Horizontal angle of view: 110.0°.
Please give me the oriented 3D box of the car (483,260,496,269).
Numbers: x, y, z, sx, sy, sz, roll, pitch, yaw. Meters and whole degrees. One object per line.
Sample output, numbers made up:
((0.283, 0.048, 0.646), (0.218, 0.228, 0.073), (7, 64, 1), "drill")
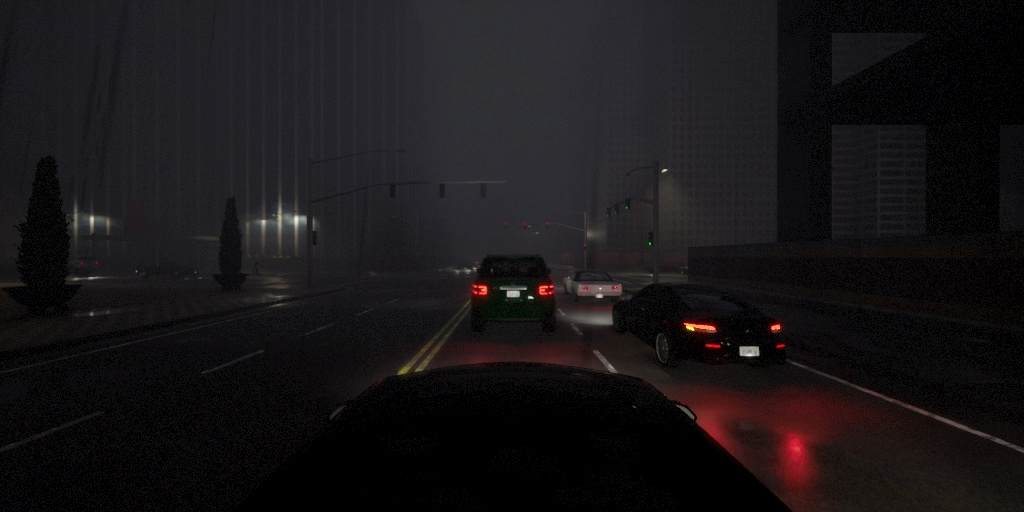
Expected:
((-3.552, 1.348, 57.465), (1.895, 1.301, 4.718), (0, 0, 0), "car")

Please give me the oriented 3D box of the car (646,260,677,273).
((17.806, 1.226, 40.636), (5.008, 1.535, 1.882), (0, 0, 0), "car")

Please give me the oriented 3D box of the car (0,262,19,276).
((-50.681, 1.312, 36.518), (4.181, 1.385, 1.994), (0, 0, 3), "car")

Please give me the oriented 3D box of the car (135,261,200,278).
((-31.588, 1.240, 32.987), (4.902, 1.511, 2.128), (0, 0, 0), "car")

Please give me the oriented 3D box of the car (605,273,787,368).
((3.589, 1.275, 7.725), (1.812, 1.442, 4.674), (0, 0, 0), "car")

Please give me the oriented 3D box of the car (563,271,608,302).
((3.593, 1.350, 16.887), (1.895, 1.301, 4.718), (0, 0, 0), "car")

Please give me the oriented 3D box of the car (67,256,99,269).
((-49.787, 0.969, 40.068), (5.566, 2.045, 2.150), (0, 0, 0), "car")

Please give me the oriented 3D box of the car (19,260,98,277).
((-41.555, 1.312, 32.939), (4.181, 1.385, 1.994), (0, 0, 0), "car")

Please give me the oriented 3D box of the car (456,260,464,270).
((-7.062, 1.273, 53.684), (1.812, 1.442, 4.674), (0, 0, 0), "car")

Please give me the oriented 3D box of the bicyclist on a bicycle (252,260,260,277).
((-24.647, 1.201, 34.507), (0.582, 1.620, 1.656), (0, 0, -13), "bicyclist on a bicycle")

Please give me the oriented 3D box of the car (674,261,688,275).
((19.875, 1.349, 37.123), (4.718, 1.301, 1.895), (0, 0, 1), "car")

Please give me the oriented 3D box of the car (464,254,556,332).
((0.057, 0.971, 10.968), (2.150, 2.045, 5.566), (0, 0, 1), "car")
